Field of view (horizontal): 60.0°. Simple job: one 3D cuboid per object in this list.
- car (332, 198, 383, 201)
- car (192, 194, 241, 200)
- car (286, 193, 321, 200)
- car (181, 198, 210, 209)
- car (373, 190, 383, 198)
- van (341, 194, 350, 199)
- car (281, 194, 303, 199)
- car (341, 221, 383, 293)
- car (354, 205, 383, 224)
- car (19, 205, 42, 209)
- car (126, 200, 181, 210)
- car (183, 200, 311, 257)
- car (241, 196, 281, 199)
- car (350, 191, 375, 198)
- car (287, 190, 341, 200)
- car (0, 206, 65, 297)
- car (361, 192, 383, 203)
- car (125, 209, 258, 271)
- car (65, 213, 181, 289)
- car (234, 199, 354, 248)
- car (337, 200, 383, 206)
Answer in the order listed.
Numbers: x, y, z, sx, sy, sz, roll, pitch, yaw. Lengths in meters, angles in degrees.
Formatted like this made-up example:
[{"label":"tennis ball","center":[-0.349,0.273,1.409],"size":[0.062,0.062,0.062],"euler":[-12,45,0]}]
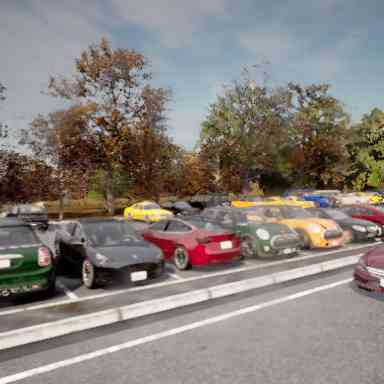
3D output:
[{"label":"car","center":[11.082,1.369,19.348],"size":[2.097,1.535,5.008],"euler":[-1,1,-35]},{"label":"car","center":[1.140,1.164,28.398],"size":[2.435,2.045,5.566],"euler":[-1,1,-35]},{"label":"car","center":[10.292,1.174,34.988],"size":[1.946,1.575,5.366],"euler":[-2,1,-35]},{"label":"car","center":[-1.129,1.454,26.784],"size":[2.097,1.535,5.008],"euler":[-1,1,-35]},{"label":"car","center":[21.805,0.832,42.816],"size":[2.097,1.535,5.008],"euler":[-2,1,-35]},{"label":"van","center":[15.025,0.814,37.928],"size":[1.878,1.987,4.442],"euler":[-2,1,-35]},{"label":"car","center":[8.019,1.248,33.166],"size":[2.097,1.535,5.008],"euler":[-2,1,-35]},{"label":"car","center":[5.668,1.488,7.723],"size":[4.674,1.442,1.812],"euler":[-1,0,-35]},{"label":"car","center":[6.506,1.497,16.159],"size":[2.002,1.452,4.674],"euler":[-1,1,-35]},{"label":"car","center":[-10.158,1.528,20.458],"size":[2.231,1.521,4.892],"euler":[0,0,-35]},{"label":"car","center":[-3.306,1.483,25.029],"size":[1.946,1.575,5.366],"euler":[-1,0,-35]},{"label":"car","center":[1.925,1.387,12.992],"size":[2.185,1.767,4.553],"euler":[-1,0,-35]},{"label":"car","center":[5.713,1.186,31.599],"size":[2.185,1.767,4.553],"euler":[-1,1,-35]},{"label":"car","center":[19.525,0.942,41.219],"size":[2.002,1.452,4.674],"euler":[-2,1,-35]},{"label":"car","center":[12.692,0.857,36.404],"size":[2.435,2.045,5.566],"euler":[-2,1,-35]},{"label":"car","center":[-4.892,1.403,8.150],"size":[2.185,1.767,4.553],"euler":[0,0,-35]},{"label":"car","center":[26.354,0.722,46.024],"size":[2.163,1.488,4.792],"euler":[-2,1,-35]},{"label":"car","center":[-0.357,1.556,11.393],"size":[2.163,1.488,4.792],"euler":[0,0,-35]},{"label":"car","center":[-2.609,1.561,9.748],"size":[2.163,1.488,4.792],"euler":[0,0,-35]},{"label":"car","center":[4.204,1.363,14.585],"size":[2.185,1.767,4.553],"euler":[-1,0,-35]},{"label":"car","center":[8.796,1.417,17.749],"size":[2.097,1.535,5.008],"euler":[-1,1,-35]}]
